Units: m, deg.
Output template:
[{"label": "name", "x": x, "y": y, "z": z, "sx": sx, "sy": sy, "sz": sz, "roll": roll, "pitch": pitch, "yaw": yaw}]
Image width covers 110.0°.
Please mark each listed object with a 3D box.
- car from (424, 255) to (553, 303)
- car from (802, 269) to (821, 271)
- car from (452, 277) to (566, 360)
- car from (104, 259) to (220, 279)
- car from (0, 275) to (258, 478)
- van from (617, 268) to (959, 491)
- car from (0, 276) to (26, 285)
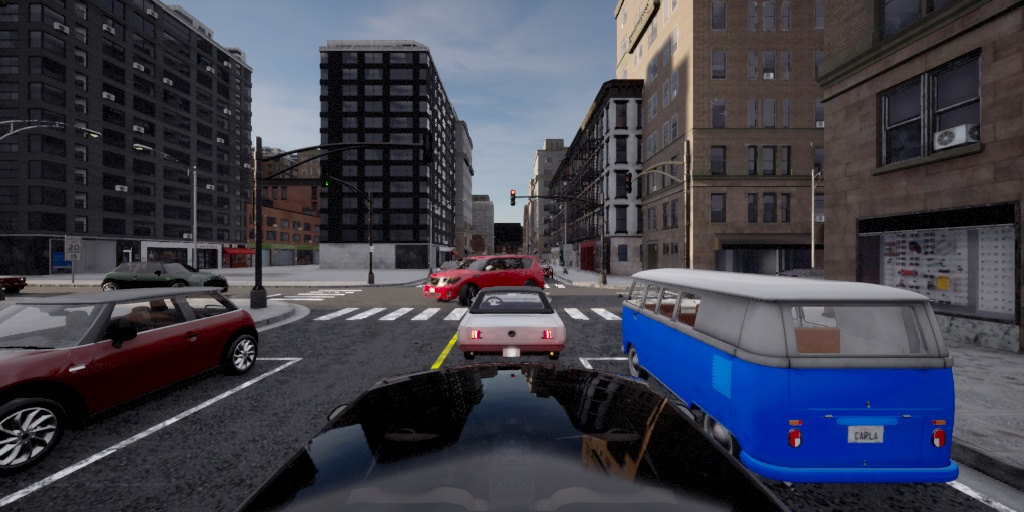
[{"label": "car", "x": -1.021, "y": 0.973, "z": 15.671, "sx": 5.566, "sy": 2.045, "sz": 2.150, "roll": 0, "pitch": -1, "yaw": -41}, {"label": "car", "x": 15.970, "y": 1.405, "z": 19.758, "sx": 4.181, "sy": 1.385, "sz": 1.994, "roll": 0, "pitch": 0, "yaw": 0}, {"label": "car", "x": -0.006, "y": 1.351, "z": 8.309, "sx": 1.895, "sy": 1.301, "sz": 4.718, "roll": 0, "pitch": 0, "yaw": 0}, {"label": "car", "x": -16.005, "y": 1.022, "z": 16.731, "sx": 4.553, "sy": 1.767, "sz": 2.097, "roll": 0, "pitch": 0, "yaw": 0}, {"label": "car", "x": -5.389, "y": 1.190, "z": 4.514, "sx": 1.967, "sy": 1.591, "sz": 4.097, "roll": 0, "pitch": 0, "yaw": 0}, {"label": "van", "x": 2.637, "y": 1.091, "z": 4.523, "sx": 1.690, "sy": 1.789, "sz": 3.998, "roll": 0, "pitch": 0, "yaw": 0}, {"label": "car", "x": -25.960, "y": 1.215, "z": 16.716, "sx": 4.718, "sy": 1.301, "sz": 1.895, "roll": 0, "pitch": 0, "yaw": 0}]
